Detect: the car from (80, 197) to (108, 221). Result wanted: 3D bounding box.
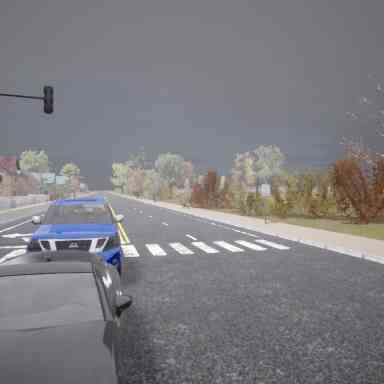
[{"bbox_3d":[-8.077,1.338,27.595,2.097,1.767,4.553,0,0,-15],"label":"car"}]

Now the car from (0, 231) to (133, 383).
[{"bbox_3d":[-1.729,1.524,3.934,1.812,1.442,4.674,0,0,-13],"label":"car"}]

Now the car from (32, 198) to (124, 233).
[{"bbox_3d":[-3.348,1.218,10.028,2.150,2.045,5.566,0,0,-15],"label":"car"}]

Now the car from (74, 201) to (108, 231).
[{"bbox_3d":[-6.535,1.468,21.856,1.882,1.535,5.008,0,0,-15],"label":"car"}]

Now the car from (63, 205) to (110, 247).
[{"bbox_3d":[-4.986,1.499,16.106,1.837,1.490,4.892,0,0,-15],"label":"car"}]
